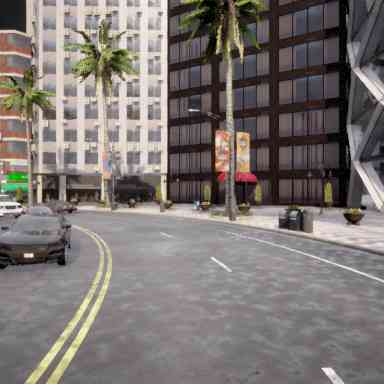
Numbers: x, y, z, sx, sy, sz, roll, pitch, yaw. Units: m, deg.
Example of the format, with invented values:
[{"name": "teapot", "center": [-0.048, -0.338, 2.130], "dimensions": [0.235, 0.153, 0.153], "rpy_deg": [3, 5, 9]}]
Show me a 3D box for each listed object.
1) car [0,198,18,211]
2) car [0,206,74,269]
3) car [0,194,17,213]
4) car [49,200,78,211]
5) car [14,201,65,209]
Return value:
[{"name": "car", "center": [-23.673, 1.526, 40.649], "dimensions": [4.674, 1.442, 1.812], "rpy_deg": [0, 0, 24]}, {"name": "car", "center": [-5.267, 1.478, 11.543], "dimensions": [1.882, 1.535, 5.008], "rpy_deg": [0, 0, -18]}, {"name": "car", "center": [-16.602, 1.221, 28.428], "dimensions": [5.566, 2.045, 2.150], "rpy_deg": [0, 0, 39]}, {"name": "car", "center": [-14.580, 1.547, 35.687], "dimensions": [5.357, 1.411, 2.033], "rpy_deg": [0, 0, 35]}, {"name": "car", "center": [-9.575, 1.526, 20.645], "dimensions": [1.812, 1.442, 4.674], "rpy_deg": [0, 0, -35]}]
